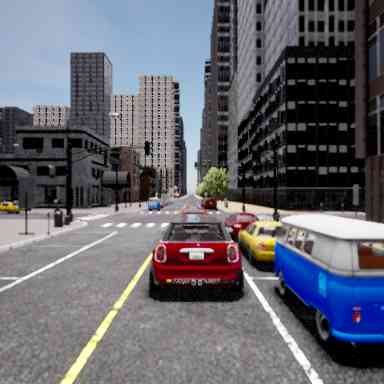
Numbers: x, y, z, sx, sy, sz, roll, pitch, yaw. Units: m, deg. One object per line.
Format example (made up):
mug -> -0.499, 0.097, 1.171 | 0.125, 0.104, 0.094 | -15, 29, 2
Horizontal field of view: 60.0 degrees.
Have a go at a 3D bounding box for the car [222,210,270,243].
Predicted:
car -> 2.695, 1.727, 17.531 | 1.802, 1.307, 4.206 | 0, -1, 0

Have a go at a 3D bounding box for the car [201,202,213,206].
car -> 0.109, 1.649, 20.575 | 1.882, 1.535, 5.008 | 0, 0, 0

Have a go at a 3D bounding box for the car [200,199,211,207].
car -> 2.712, 2.183, 66.490 | 1.947, 1.339, 4.313 | 0, -1, 0

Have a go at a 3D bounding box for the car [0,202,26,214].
car -> -21.394, 1.771, 37.757 | 4.829, 1.417, 1.752 | 0, -1, 0

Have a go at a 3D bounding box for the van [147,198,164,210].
van -> -5.675, 1.792, 49.921 | 1.690, 1.788, 3.998 | 0, -1, 0

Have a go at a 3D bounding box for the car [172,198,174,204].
car -> -5.666, 2.226, 72.013 | 2.008, 1.369, 4.403 | 0, -1, 0

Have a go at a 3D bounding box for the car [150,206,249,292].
car -> 0.103, 1.427, 9.326 | 2.097, 1.767, 4.553 | 0, -1, 0

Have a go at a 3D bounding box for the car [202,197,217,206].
car -> 2.705, 1.766, 49.920 | 2.192, 1.841, 5.009 | 0, -1, 0

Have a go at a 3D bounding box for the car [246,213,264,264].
car -> 2.693, 1.623, 12.039 | 1.752, 1.417, 4.829 | 0, -1, 0

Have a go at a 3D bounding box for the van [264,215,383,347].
van -> 2.691, 1.391, 6.207 | 1.690, 1.788, 3.998 | 0, 0, 0

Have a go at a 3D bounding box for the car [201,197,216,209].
car -> 2.707, 1.820, 55.444 | 2.192, 1.841, 5.009 | 0, -1, 0

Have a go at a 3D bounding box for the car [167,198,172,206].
car -> -5.668, 2.058, 66.492 | 1.967, 1.590, 4.097 | 0, -1, 0

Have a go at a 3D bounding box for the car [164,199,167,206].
car -> -5.672, 1.946, 55.443 | 1.967, 1.590, 4.097 | 0, -1, 0
